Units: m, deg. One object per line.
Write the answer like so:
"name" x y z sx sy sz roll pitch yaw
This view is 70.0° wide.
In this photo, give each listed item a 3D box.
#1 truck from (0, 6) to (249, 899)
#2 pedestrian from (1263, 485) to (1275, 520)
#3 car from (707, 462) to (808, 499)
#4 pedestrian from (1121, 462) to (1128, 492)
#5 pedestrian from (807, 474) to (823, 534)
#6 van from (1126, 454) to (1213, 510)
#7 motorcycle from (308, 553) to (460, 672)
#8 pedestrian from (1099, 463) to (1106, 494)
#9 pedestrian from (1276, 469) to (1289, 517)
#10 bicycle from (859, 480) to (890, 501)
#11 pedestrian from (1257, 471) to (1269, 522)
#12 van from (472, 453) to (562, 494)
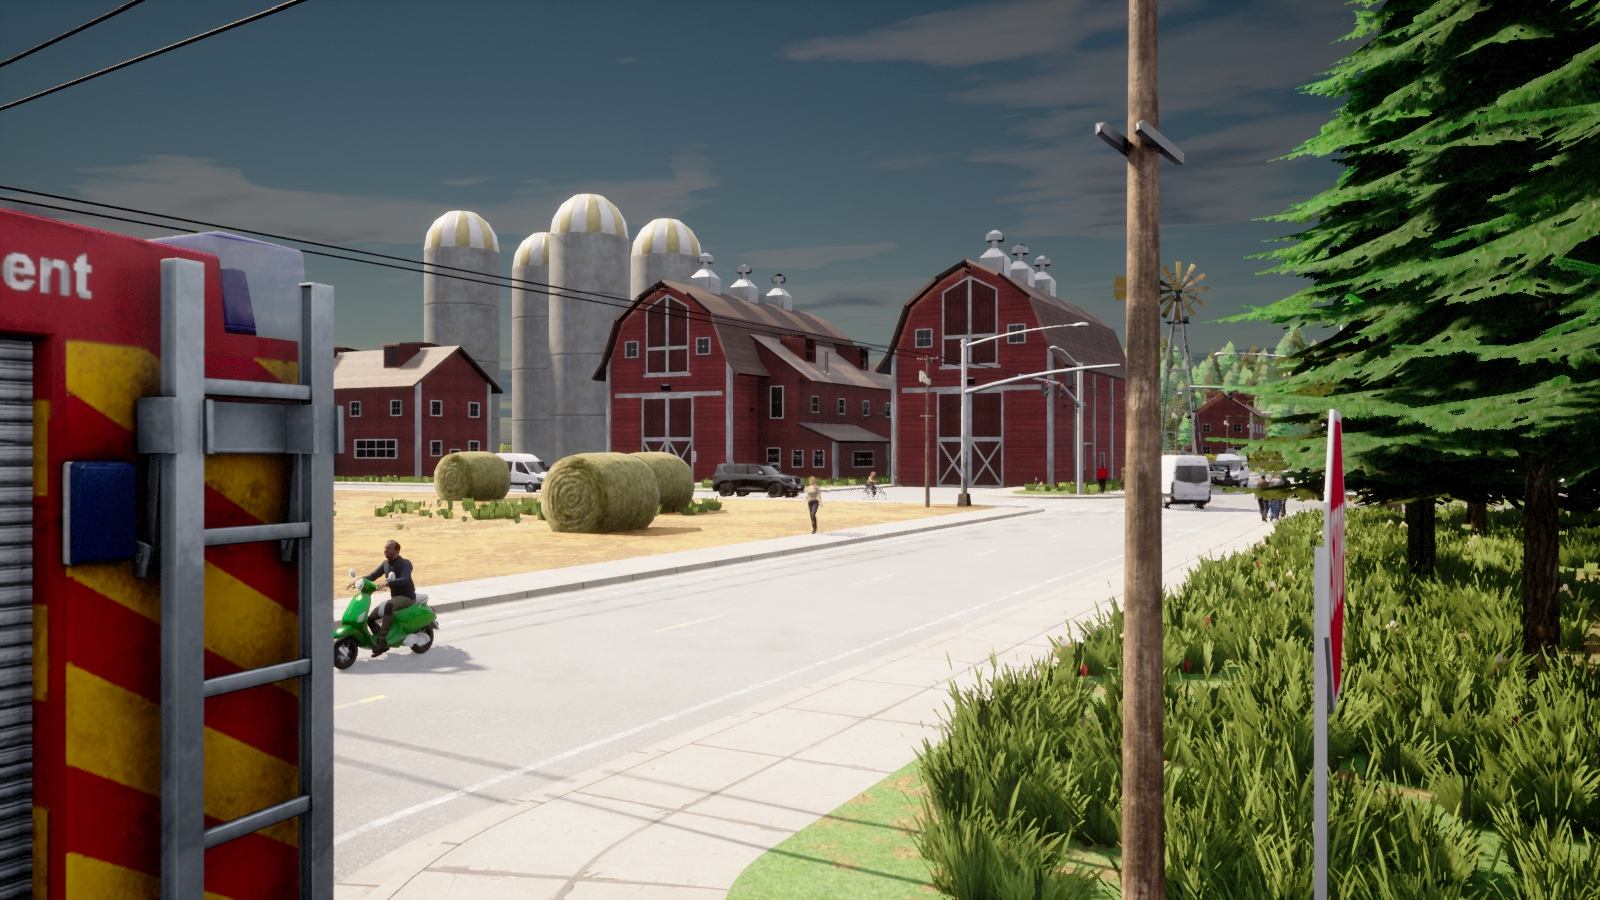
"truck" -6.103 0.866 3.617 8.468 3.827 2.891 0 0 22
"pedestrian" 17.801 1.976 43.338 0.375 1.300 0.375 0 0 12
"car" -2.489 1.754 66.920 5.566 2.045 2.150 0 0 27
"pedestrian" 20.383 1.696 71.768 0.375 1.860 0.375 0 0 32
"pedestrian" 0.469 1.694 36.016 0.375 1.860 0.375 0 0 25
"van" 18.235 1.519 56.704 1.988 2.561 5.915 2 0 -4
"motorcycle" -5.563 2.142 15.392 0.856 1.316 1.805 0 0 28
"pedestrian" 18.302 1.696 69.172 0.375 1.860 0.375 0 0 25
"pedestrian" 18.975 1.694 44.918 0.375 1.860 0.375 0 0 38
"bicycle" 4.120 2.229 63.499 1.487 1.080 0.859 0 0 27
"pedestrian" 16.866 1.695 41.615 0.375 1.860 0.375 0 0 23
"van" -18.656 1.495 75.244 5.915 2.561 1.988 0 1 27
